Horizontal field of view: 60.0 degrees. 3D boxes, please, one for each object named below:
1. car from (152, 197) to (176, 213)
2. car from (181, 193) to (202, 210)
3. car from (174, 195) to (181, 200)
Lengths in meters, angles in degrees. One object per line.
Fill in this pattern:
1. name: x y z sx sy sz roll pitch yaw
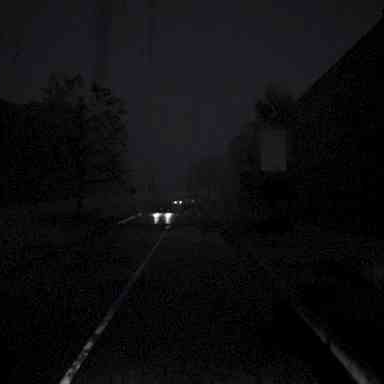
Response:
1. car: -3.089 1.521 35.594 1.994 1.385 4.181 0 0 0
2. car: 0.108 1.170 42.779 2.150 2.045 5.566 0 0 0
3. car: -3.115 1.345 76.327 2.128 1.511 4.902 0 0 0
